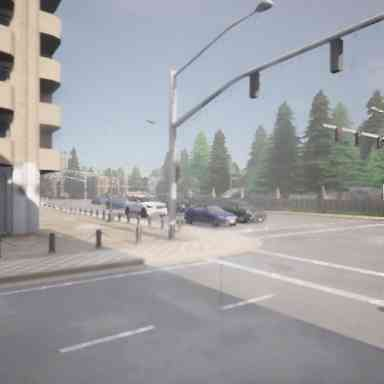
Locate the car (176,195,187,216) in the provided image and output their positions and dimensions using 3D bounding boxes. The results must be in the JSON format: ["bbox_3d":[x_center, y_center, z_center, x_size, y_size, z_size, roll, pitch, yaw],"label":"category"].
[{"bbox_3d":[-1.938,1.315,33.799,2.150,2.045,5.566,0,0,-36],"label":"car"}]

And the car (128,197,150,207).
[{"bbox_3d":[-8.920,1.634,55.774,1.812,1.442,4.674,0,0,-36],"label":"car"}]

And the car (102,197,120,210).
[{"bbox_3d":[-9.996,1.571,44.995,1.882,1.535,5.008,0,0,-36],"label":"car"}]

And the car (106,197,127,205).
[{"bbox_3d":[-14.527,1.656,63.556,2.033,1.411,5.357,0,0,-36],"label":"car"}]

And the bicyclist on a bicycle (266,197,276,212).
[{"bbox_3d":[8.947,1.418,37.485,1.656,1.620,0.582,0,0,-36],"label":"bicyclist on a bicycle"}]

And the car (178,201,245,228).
[{"bbox_3d":[1.268,1.612,23.378,1.812,1.442,4.674,0,0,-36],"label":"car"}]

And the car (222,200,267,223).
[{"bbox_3d":[3.674,1.446,26.021,2.097,1.767,4.553,0,0,-36],"label":"car"}]

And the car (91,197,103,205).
[{"bbox_3d":[-16.722,1.648,60.601,2.033,1.411,5.357,0,0,-36],"label":"car"}]

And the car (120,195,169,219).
[{"bbox_3d":[-4.402,1.308,31.234,2.150,2.045,5.566,0,0,-36],"label":"car"}]

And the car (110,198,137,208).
[{"bbox_3d":[-10.826,1.649,52.439,2.033,1.411,5.357,0,0,-36],"label":"car"}]
